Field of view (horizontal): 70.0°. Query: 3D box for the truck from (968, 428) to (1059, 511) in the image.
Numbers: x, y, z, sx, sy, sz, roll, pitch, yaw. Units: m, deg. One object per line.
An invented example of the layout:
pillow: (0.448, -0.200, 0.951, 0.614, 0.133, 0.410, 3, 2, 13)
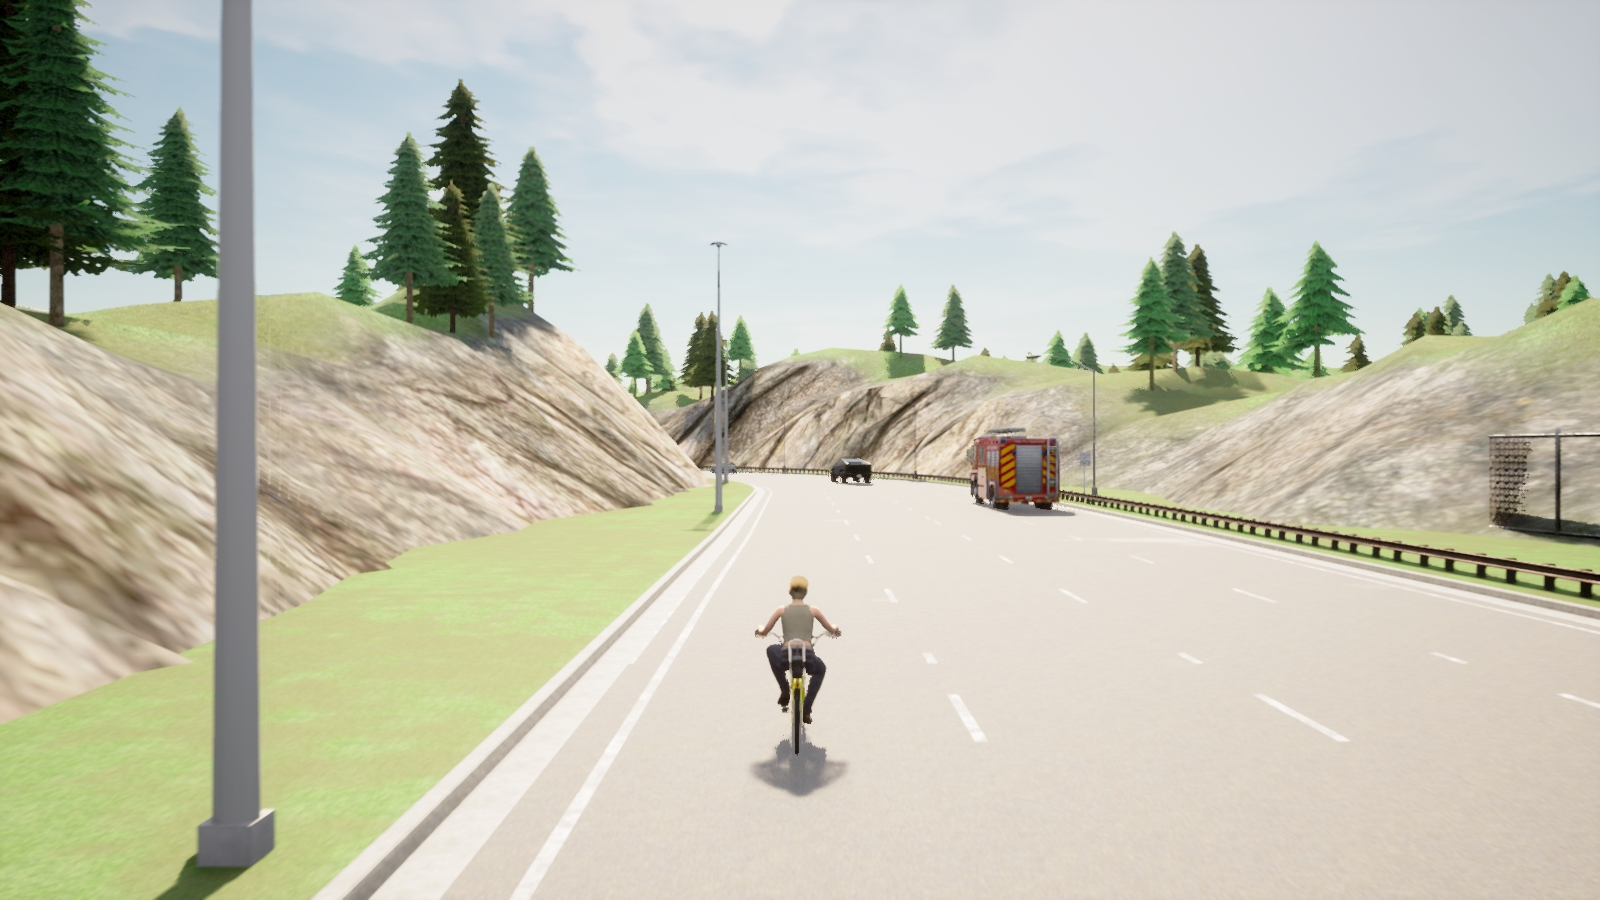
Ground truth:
truck: (10.491, 0.896, 57.082, 2.891, 3.827, 8.468, 0, 0, 0)

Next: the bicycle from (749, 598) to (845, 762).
bicycle: (-0.019, 2.159, 11.000, 0.859, 1.276, 1.487, 0, 0, 1)
